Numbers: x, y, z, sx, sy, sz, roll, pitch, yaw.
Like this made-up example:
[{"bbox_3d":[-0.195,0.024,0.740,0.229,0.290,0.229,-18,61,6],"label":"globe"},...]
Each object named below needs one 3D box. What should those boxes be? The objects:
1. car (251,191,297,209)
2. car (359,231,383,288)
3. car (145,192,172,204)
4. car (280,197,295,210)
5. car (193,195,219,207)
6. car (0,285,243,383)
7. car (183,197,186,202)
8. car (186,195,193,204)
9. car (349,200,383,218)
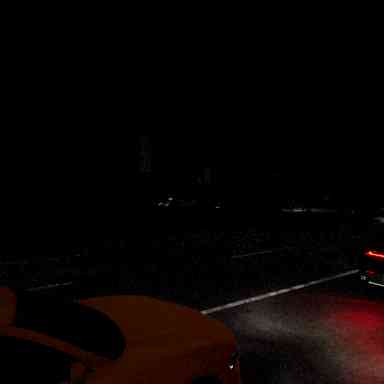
[{"bbox_3d":[10.453,0.983,42.783,2.150,2.045,5.566,-1,0,-39],"label":"car"},{"bbox_3d":[5.900,1.468,7.959,4.892,1.490,1.837,0,0,-35],"label":"car"},{"bbox_3d":[-6.390,1.020,58.235,2.150,2.045,5.566,-1,1,-38],"label":"car"},{"bbox_3d":[9.666,1.351,38.189,1.994,1.385,4.181,-1,0,-37],"label":"car"},{"bbox_3d":[2.738,1.298,46.812,1.837,1.490,4.892,-1,0,-39],"label":"car"},{"bbox_3d":[-1.813,1.478,2.437,5.008,1.535,1.882,0,0,-36],"label":"car"},{"bbox_3d":[0.236,1.309,67.018,1.895,1.301,4.718,-1,0,-39],"label":"car"},{"bbox_3d":[1.718,1.255,53.678,2.128,1.511,4.902,-1,1,-39],"label":"car"},{"bbox_3d":[15.267,1.364,27.970,1.994,1.385,4.181,0,0,-13],"label":"car"}]
